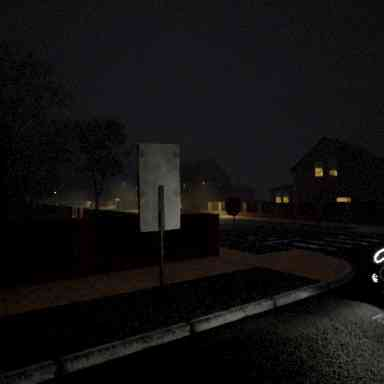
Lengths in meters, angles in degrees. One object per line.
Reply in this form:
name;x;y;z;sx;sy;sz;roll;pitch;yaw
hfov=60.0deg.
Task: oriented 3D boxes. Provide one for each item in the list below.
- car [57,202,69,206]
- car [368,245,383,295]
car;-33.669;3.207;87.170;1.895;1.301;4.718;-1;0;-31
car;5.889;1.357;7.480;4.553;1.767;2.097;1;0;-39
